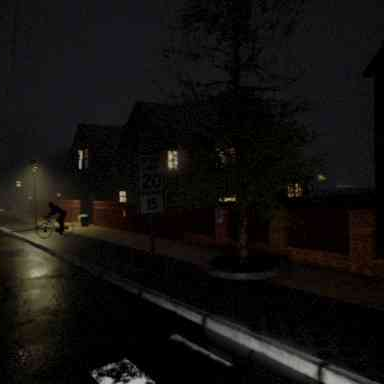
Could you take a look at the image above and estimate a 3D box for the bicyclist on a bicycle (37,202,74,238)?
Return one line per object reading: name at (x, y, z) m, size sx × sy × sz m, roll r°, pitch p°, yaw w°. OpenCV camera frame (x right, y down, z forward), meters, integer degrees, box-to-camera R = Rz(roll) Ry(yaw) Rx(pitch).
bicyclist on a bicycle at (-6.229, 1.253, 15.189) m, size 1.656 × 1.620 × 0.582 m, roll -4°, pitch 2°, yaw -38°
